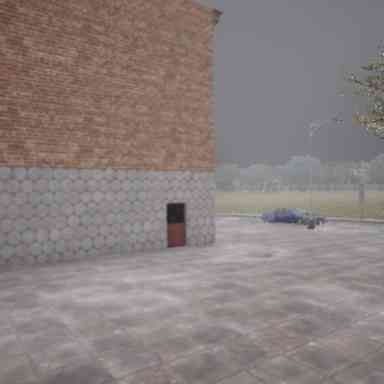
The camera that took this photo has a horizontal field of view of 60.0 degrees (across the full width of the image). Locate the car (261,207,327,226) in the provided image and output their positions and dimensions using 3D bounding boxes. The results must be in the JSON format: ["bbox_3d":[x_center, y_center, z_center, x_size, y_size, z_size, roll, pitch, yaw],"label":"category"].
[{"bbox_3d":[8.087,1.960,26.939,2.033,1.411,5.357,-1,-1,-35],"label":"car"}]
